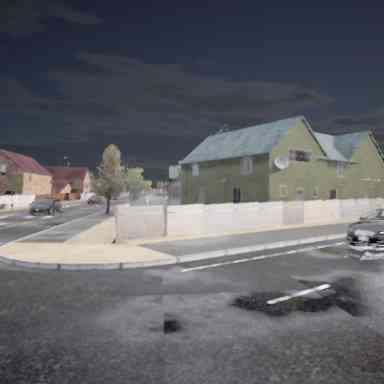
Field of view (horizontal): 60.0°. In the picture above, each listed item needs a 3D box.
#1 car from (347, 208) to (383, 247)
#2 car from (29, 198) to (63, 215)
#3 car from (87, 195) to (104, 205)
[{"bbox_3d":[8.211,1.409,13.467,4.902,1.511,2.128,0,0,-35],"label":"car"},{"bbox_3d":[-13.653,1.335,31.337,1.837,1.490,4.892,1,0,-5],"label":"car"},{"bbox_3d":[-15.277,1.212,52.846,1.837,1.490,4.892,1,0,-4],"label":"car"}]
